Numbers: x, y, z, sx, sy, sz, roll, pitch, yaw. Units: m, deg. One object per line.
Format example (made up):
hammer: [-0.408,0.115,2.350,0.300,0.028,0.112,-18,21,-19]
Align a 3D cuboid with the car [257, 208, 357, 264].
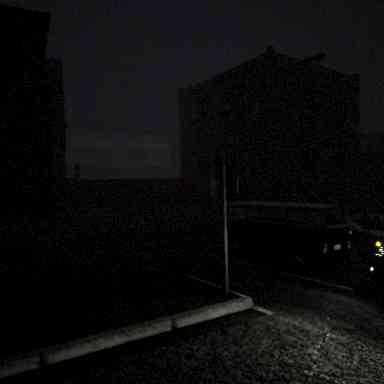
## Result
car: [5.178,1.580,12.662,2.097,1.535,5.008,1,-1,-35]

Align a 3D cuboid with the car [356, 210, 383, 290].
car: [6.542,1.292,8.007,5.566,2.045,2.150,1,-1,-35]

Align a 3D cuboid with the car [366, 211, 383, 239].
car: [12.130,1.851,17.544,2.163,1.488,4.792,2,-1,-35]

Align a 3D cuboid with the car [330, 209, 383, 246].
car: [9.730,1.737,16.107,1.946,1.575,5.366,2,-1,-35]

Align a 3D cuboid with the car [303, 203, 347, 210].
car: [7.477,1.530,14.246,2.185,1.767,4.553,2,-1,-35]
